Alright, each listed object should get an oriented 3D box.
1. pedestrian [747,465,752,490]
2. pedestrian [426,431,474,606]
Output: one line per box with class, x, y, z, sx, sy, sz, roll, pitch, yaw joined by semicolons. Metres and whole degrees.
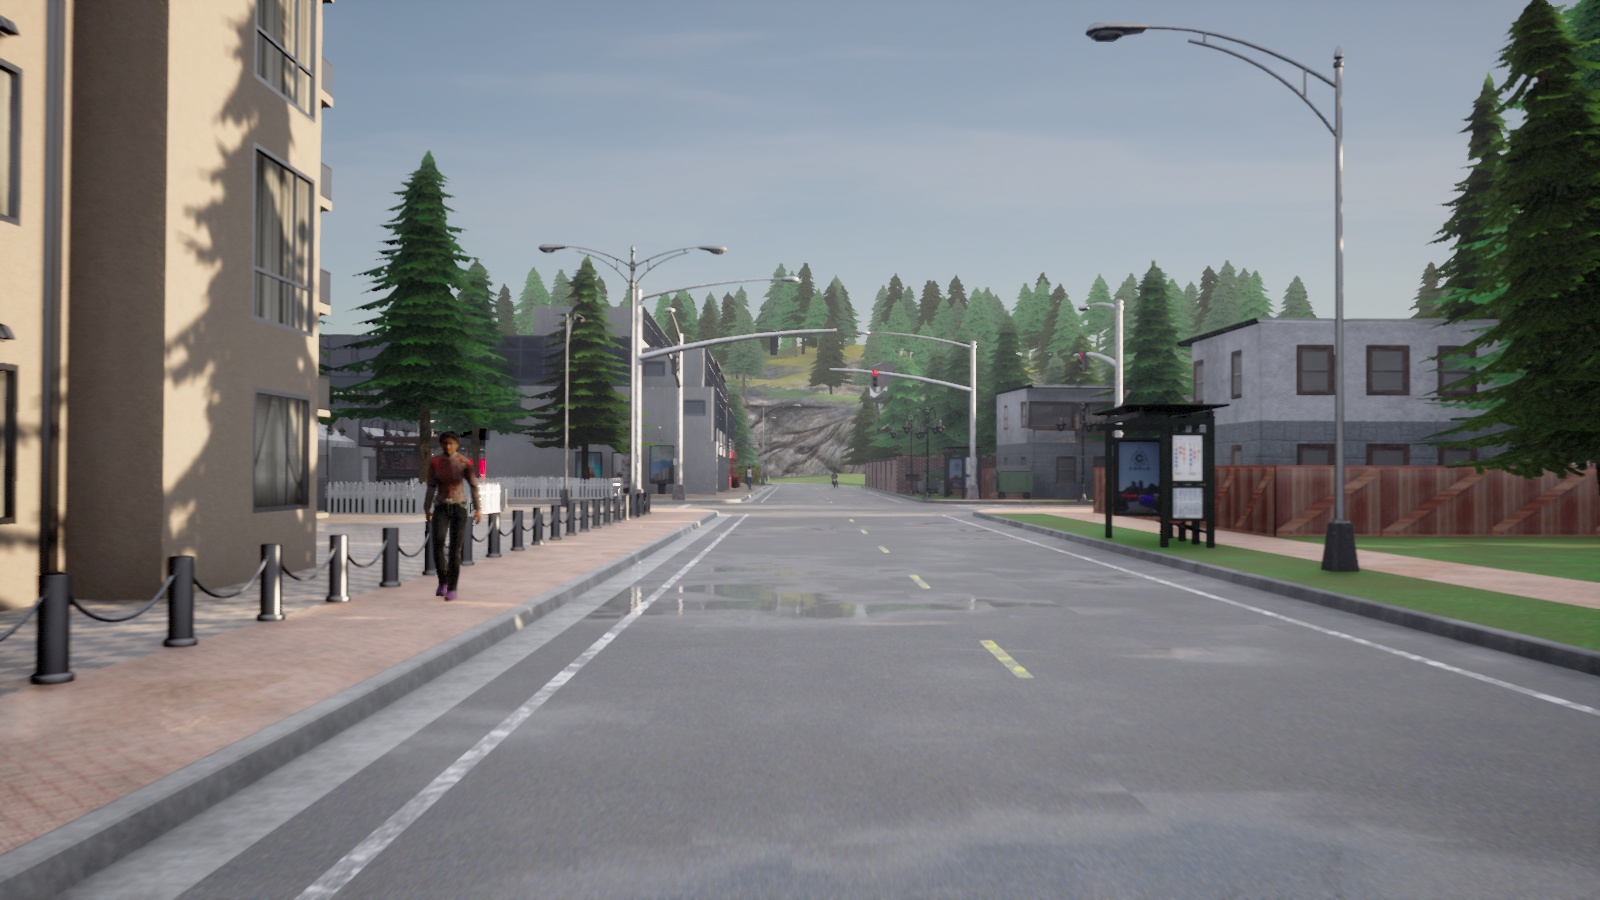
pedestrian;-3.715;2.044;92.903;0.354;1.836;0.706;0;-1;-3
pedestrian;-3.737;0.715;13.434;0.328;1.805;0.869;0;-1;-4
